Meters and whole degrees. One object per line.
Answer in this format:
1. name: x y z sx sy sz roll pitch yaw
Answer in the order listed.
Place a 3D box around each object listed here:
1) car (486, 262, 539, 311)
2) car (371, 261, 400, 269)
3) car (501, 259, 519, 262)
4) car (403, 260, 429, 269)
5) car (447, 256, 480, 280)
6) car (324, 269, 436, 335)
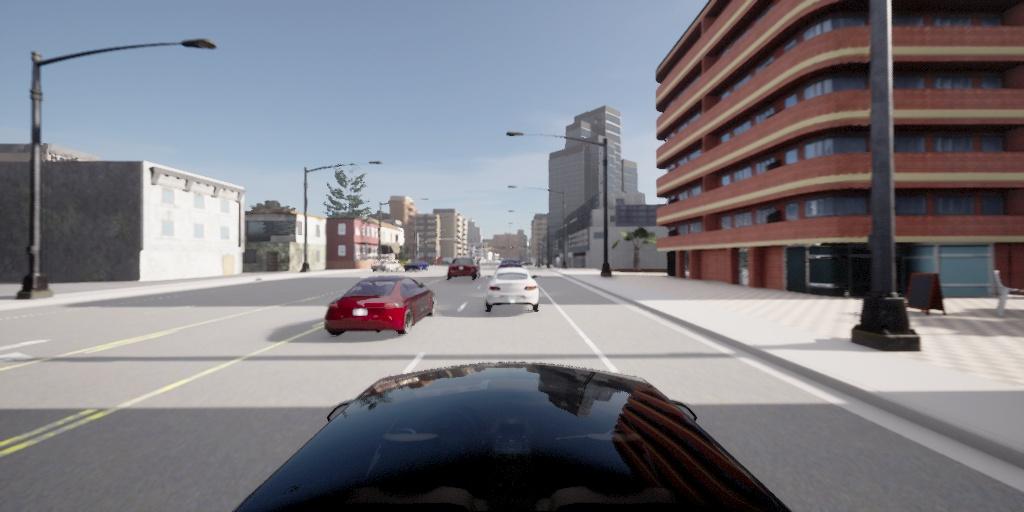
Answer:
1. car: 0.000 1.150 13.675 1.812 1.442 4.674 0 1 0
2. car: -14.411 1.162 40.982 1.895 1.301 4.718 0 -1 0
3. car: -0.133 0.945 29.504 1.882 1.535 5.008 0 0 0
4. car: -10.912 1.147 41.021 1.895 1.301 4.718 0 -1 0
5. car: -3.623 0.850 27.654 2.097 1.767 4.553 0 1 0
6. car: -3.483 1.240 10.213 1.994 1.385 4.181 0 1 0
